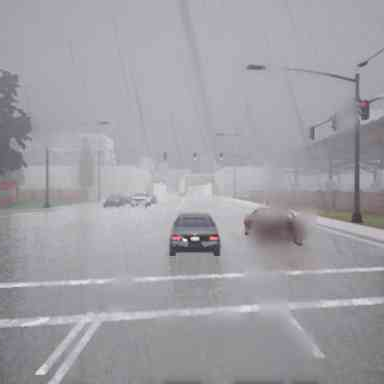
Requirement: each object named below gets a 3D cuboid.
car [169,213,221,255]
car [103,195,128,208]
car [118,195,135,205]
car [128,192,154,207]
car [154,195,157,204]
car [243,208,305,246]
[{"bbox_3d":[0.093,1.540,13.162,2.033,1.411,5.357,0,0,0],"label":"car"},{"bbox_3d":[-10.558,1.146,45.301,2.097,1.767,4.553,0,0,0],"label":"car"},{"bbox_3d":[-10.556,1.295,53.939,1.994,1.385,4.181,0,0,1],"label":"car"},{"bbox_3d":[-7.053,1.004,46.580,2.150,2.045,5.566,0,0,0],"label":"car"},{"bbox_3d":[-7.053,1.190,56.116,1.882,1.535,5.008,0,0,0],"label":"car"},{"bbox_3d":[3.592,1.460,15.315,1.882,1.535,5.008,0,0,0],"label":"car"}]
